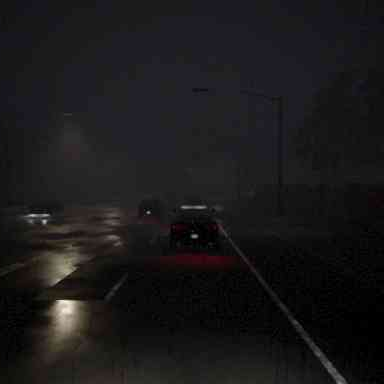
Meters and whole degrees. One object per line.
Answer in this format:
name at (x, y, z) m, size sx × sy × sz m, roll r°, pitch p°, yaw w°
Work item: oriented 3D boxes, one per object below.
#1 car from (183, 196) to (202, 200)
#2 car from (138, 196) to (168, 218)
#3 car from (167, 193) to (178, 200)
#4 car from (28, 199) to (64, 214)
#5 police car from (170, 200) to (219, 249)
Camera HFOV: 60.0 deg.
car at (0.077, 1.174, 36.973) m, size 2.128 × 1.511 × 4.902 m, roll 0°, pitch 1°, yaw 0°
car at (-3.418, 1.333, 28.546) m, size 1.837 × 1.490 × 4.892 m, roll 0°, pitch 1°, yaw 0°
car at (-3.436, 0.754, 58.523) m, size 1.895 × 1.301 × 4.718 m, roll 0°, pitch 1°, yaw 0°
car at (-14.097, 1.332, 32.297) m, size 1.994 × 1.385 × 4.181 m, roll 0°, pitch 1°, yaw 0°
police car at (0.090, 1.378, 14.517) m, size 1.930 × 1.638 × 5.238 m, roll 0°, pitch 0°, yaw 0°
